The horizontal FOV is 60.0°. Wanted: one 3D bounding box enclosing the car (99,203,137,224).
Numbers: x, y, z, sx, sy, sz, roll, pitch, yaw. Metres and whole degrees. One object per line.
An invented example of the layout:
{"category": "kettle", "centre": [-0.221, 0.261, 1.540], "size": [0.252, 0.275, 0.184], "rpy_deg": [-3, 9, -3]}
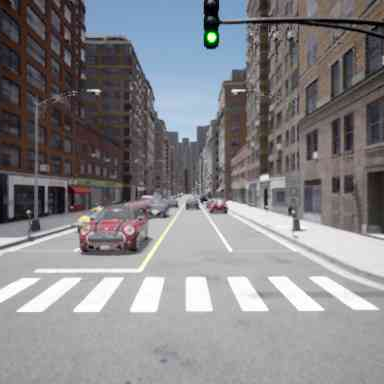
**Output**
{"category": "car", "centre": [-5.664, 1.599, 26.128], "size": [2.008, 1.369, 4.403], "rpy_deg": [0, 0, 0]}

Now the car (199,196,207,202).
{"category": "car", "centre": [2.872, 1.776, 86.100], "size": [1.947, 1.339, 4.313], "rpy_deg": [0, 0, 0]}

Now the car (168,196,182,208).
{"category": "car", "centre": [-2.993, 1.668, 49.395], "size": [1.994, 1.385, 4.181], "rpy_deg": [0, 0, 0]}

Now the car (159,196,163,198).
{"category": "car", "centre": [-5.660, 1.650, 47.931], "size": [2.008, 1.369, 4.403], "rpy_deg": [0, 0, 0]}

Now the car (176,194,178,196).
{"category": "car", "centre": [-5.652, 1.813, 91.538], "size": [1.802, 1.307, 4.206], "rpy_deg": [0, 0, 0]}

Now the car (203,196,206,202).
{"category": "car", "centre": [2.865, 1.647, 47.961], "size": [2.008, 1.369, 4.403], "rpy_deg": [0, 0, 0]}

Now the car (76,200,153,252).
{"category": "car", "centre": [-3.076, 1.378, 13.953], "size": [2.097, 1.767, 4.553], "rpy_deg": [0, 0, -1]}

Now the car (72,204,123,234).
{"category": "car", "centre": [-5.665, 1.562, 20.507], "size": [1.752, 1.417, 4.829], "rpy_deg": [0, 0, 0]}

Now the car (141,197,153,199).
{"category": "car", "centre": [-5.662, 1.617, 37.030], "size": [1.887, 1.381, 4.507], "rpy_deg": [0, 0, 0]}

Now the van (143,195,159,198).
{"category": "van", "centre": [-5.662, 1.427, 42.481], "size": [1.690, 1.788, 3.998], "rpy_deg": [0, 0, 0]}

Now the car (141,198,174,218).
{"category": "car", "centre": [-3.089, 1.548, 30.368], "size": [2.128, 1.511, 4.902], "rpy_deg": [0, 0, 0]}

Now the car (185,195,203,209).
{"category": "car", "centre": [0.066, 1.583, 45.586], "size": [2.128, 1.511, 4.902], "rpy_deg": [0, 0, 0]}

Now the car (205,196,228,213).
{"category": "car", "centre": [2.862, 1.509, 37.064], "size": [1.967, 1.590, 4.097], "rpy_deg": [0, 0, 0]}

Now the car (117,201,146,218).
{"category": "car", "centre": [-5.663, 1.604, 31.579], "size": [1.887, 1.381, 4.507], "rpy_deg": [0, 0, 0]}

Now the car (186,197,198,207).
{"category": "car", "centre": [0.011, 1.645, 55.652], "size": [1.812, 1.442, 4.674], "rpy_deg": [0, 0, 0]}

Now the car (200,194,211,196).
{"category": "car", "centre": [3.014, 1.383, 69.575], "size": [2.150, 2.045, 5.566], "rpy_deg": [0, 0, 0]}

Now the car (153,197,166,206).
{"category": "car", "centre": [-5.658, 1.655, 58.663], "size": [1.752, 1.417, 4.829], "rpy_deg": [0, 0, 0]}
